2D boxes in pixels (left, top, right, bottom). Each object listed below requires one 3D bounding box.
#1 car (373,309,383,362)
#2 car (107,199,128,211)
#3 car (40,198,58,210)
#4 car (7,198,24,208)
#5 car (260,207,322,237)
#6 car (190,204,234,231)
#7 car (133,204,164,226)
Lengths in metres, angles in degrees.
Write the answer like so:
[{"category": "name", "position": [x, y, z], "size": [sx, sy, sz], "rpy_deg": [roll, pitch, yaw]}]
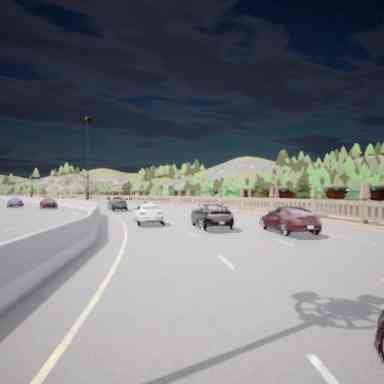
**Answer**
[{"category": "car", "position": [3.387, 1.551, 2.643], "size": [1.994, 1.385, 4.181], "rpy_deg": [0, 0, -1]}, {"category": "car", "position": [-9.298, 1.565, 41.206], "size": [2.128, 1.511, 4.902], "rpy_deg": [0, 0, -24]}, {"category": "car", "position": [-19.853, 1.602, 46.065], "size": [1.882, 1.535, 5.008], "rpy_deg": [0, 0, -30]}, {"category": "car", "position": [-26.814, 1.684, 50.618], "size": [1.812, 1.442, 4.674], "rpy_deg": [0, 0, -34]}, {"category": "car", "position": [5.250, 1.516, 18.063], "size": [1.812, 1.442, 4.674], "rpy_deg": [0, 0, -10]}, {"category": "car", "position": [1.154, 1.502, 20.774], "size": [2.128, 1.511, 4.902], "rpy_deg": [0, 0, -12]}, {"category": "car", "position": [-3.164, 1.558, 23.938], "size": [1.812, 1.442, 4.674], "rpy_deg": [0, 0, -14]}]
